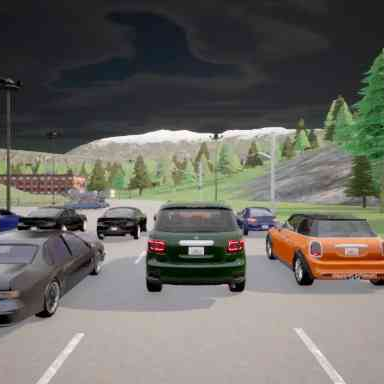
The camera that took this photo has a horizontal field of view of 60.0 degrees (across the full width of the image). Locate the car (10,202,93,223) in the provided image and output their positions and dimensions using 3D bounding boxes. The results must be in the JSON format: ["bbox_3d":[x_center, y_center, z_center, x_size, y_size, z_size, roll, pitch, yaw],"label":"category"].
[{"bbox_3d":[-6.963,1.478,17.167,1.882,1.535,5.008,0,0,1],"label":"car"}]

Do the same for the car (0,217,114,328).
[{"bbox_3d":[-3.415,1.547,7.331,2.033,1.411,5.357,0,0,-1],"label":"car"}]

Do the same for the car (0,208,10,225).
[{"bbox_3d":[-10.457,1.526,17.369,1.812,1.442,4.674,0,0,-1],"label":"car"}]

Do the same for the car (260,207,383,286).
[{"bbox_3d":[3.578,1.352,9.590,2.097,1.767,4.553,0,0,0],"label":"car"}]

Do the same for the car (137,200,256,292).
[{"bbox_3d":[0.080,1.221,9.057,2.150,2.045,5.566,0,0,0],"label":"car"}]

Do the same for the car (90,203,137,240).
[{"bbox_3d":[-3.456,1.478,17.158,1.882,1.535,5.008,0,0,0],"label":"car"}]

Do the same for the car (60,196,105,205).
[{"bbox_3d":[-12.805,1.547,40.735,5.357,1.411,2.033,0,0,-33],"label":"car"}]

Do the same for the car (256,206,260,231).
[{"bbox_3d":[3.523,1.526,18.445,1.812,1.442,4.674,0,0,-1],"label":"car"}]

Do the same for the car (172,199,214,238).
[{"bbox_3d":[0.017,1.352,18.621,2.097,1.767,4.553,0,0,-1],"label":"car"}]
